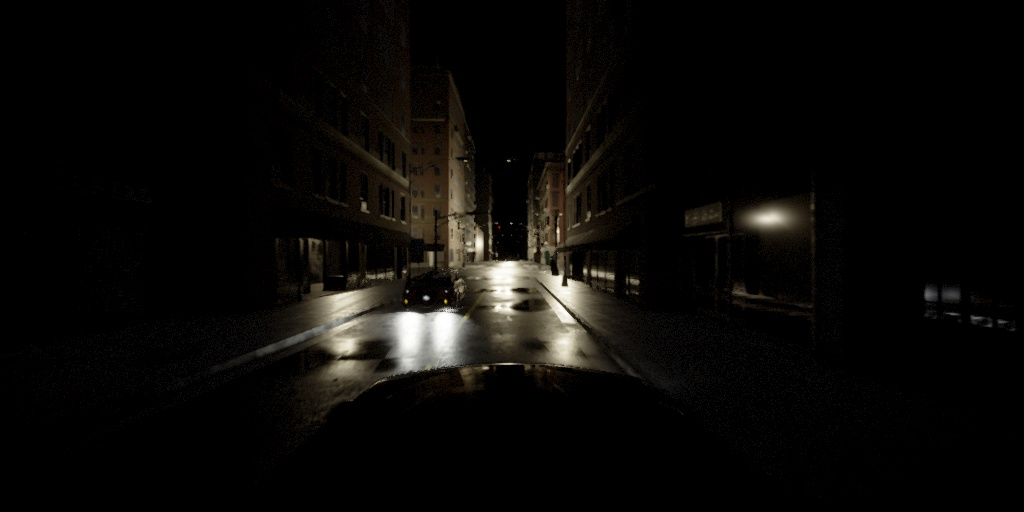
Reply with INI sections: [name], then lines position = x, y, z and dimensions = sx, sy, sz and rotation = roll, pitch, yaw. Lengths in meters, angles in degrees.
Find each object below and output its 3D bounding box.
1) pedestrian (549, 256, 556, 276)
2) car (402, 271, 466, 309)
[pedestrian]
position = 3.649, 0.869, 32.300
dimensions = 0.375, 1.860, 0.375
rotation = 0, 0, 0
[car]
position = -3.083, 1.306, 14.839
dimensions = 1.994, 1.385, 4.181
rotation = 0, 0, 0
